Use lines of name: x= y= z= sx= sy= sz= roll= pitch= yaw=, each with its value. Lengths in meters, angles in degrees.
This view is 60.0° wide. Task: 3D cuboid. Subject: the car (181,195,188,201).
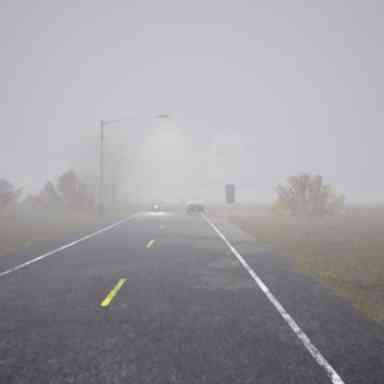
car: x=-2.025 y=1.640 z=88.766 sx=1.837 sy=1.490 sz=4.892 roll=0 pitch=0 yaw=-2

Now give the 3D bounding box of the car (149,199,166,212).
car: x=-4.379 y=1.668 z=42.402 sx=2.128 sy=1.511 sz=4.902 roll=0 pitch=0 yaw=-1

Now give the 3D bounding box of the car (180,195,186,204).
car: x=-1.556 y=1.764 z=70.956 sx=1.994 sy=1.385 sz=4.181 roll=0 pitch=0 yaw=-2

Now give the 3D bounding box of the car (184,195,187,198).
car: x=0.122 y=1.645 z=47.372 sx=1.801 sy=1.575 sz=5.366 roll=0 pitch=0 yaw=-2

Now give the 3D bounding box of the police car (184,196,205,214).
police car: x=0.392 y=1.580 z=37.295 sx=1.930 sy=1.638 sz=5.238 roll=0 pitch=0 yaw=-2
